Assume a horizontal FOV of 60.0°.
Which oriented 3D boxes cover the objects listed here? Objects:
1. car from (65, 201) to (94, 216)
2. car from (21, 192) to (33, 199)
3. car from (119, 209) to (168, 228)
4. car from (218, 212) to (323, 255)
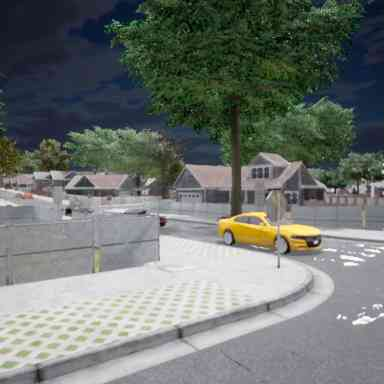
[{"bbox_3d":[-12.532,1.776,36.980,2.097,1.767,4.553,0,0,-35],"label":"car"},{"bbox_3d":[-40.102,0.706,80.705,2.097,1.767,4.553,0,2,-35],"label":"car"},{"bbox_3d":[-3.686,1.910,24.357,1.895,1.301,4.718,0,0,-35],"label":"car"},{"bbox_3d":[3.230,1.659,14.582,1.882,1.535,5.008,0,-1,-35],"label":"car"}]
